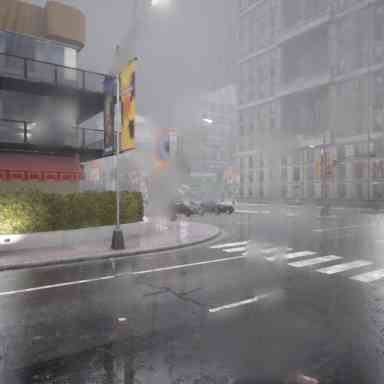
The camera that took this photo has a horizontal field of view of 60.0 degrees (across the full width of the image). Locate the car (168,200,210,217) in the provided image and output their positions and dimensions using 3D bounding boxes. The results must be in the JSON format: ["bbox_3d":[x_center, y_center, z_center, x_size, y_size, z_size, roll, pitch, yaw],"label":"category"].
[{"bbox_3d":[-0.624,1.526,32.087,1.812,1.442,4.674,0,0,-35],"label":"car"}]

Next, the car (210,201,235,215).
[{"bbox_3d":[2.227,1.601,34.117,1.895,1.301,4.718,0,0,-35],"label":"car"}]
